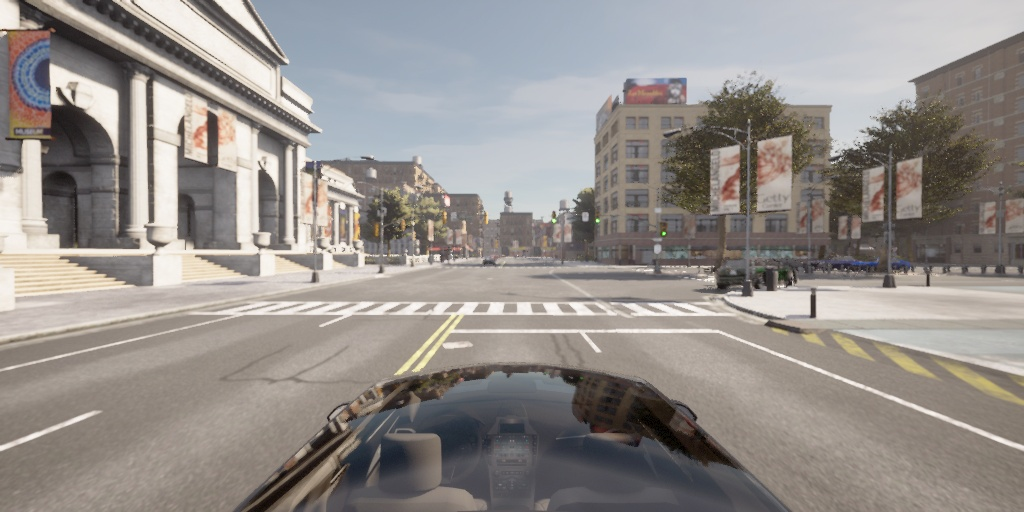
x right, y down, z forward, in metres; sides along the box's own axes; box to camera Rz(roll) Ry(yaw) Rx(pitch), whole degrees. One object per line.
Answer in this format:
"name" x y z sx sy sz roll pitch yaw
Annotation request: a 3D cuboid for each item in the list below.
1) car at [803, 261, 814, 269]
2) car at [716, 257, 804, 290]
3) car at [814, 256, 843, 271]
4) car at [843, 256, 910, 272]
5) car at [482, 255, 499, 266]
"car" 26.964 0.927 36.147 4.892 1.490 1.837 0 1 0
"car" 13.061 0.863 19.193 4.553 1.767 2.097 -1 -5 -29
"car" 35.536 0.741 39.658 4.553 1.767 2.097 0 1 0
"car" 36.982 0.900 36.147 5.008 1.535 1.882 0 1 0
"car" -3.390 0.841 53.640 1.895 1.301 4.718 0 1 0
